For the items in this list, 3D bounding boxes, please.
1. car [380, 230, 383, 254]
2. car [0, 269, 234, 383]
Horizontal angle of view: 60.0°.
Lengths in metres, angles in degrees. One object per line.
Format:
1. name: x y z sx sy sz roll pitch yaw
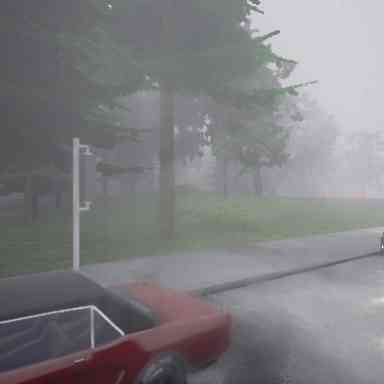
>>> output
1. car: 8.355 1.220 10.827 5.566 2.045 2.150 0 0 -37
2. car: -1.907 1.601 3.224 4.718 1.301 1.895 0 0 -37
